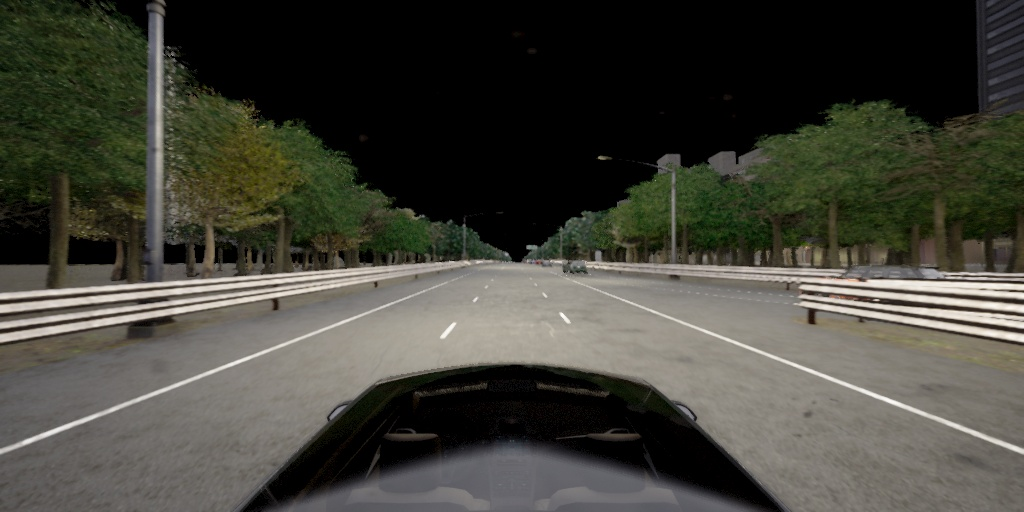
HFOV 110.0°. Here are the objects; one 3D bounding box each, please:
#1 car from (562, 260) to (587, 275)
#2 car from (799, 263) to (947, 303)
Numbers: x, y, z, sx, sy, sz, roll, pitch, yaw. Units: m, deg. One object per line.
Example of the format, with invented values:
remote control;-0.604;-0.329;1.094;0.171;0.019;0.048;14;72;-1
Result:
car;7.506;1.281;43.306;2.097;1.767;4.553;0;0;-4
car;14.508;1.170;14.536;2.097;1.767;4.553;0;-1;-21
